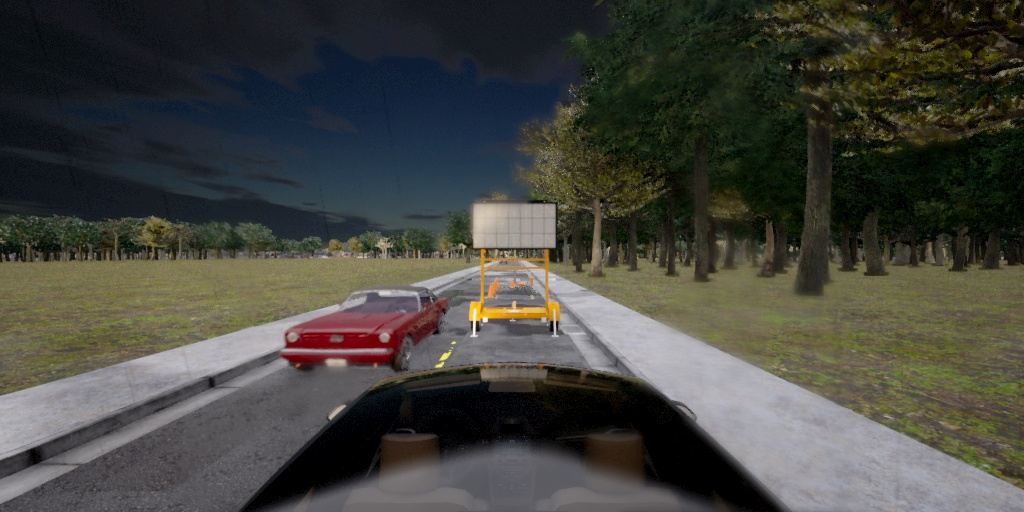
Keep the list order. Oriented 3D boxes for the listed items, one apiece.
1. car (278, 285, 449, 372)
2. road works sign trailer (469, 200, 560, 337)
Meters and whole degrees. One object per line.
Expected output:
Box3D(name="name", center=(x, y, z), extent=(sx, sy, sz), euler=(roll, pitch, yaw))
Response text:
Box3D(name="car", center=(-2.695, 1.351, 7.748), extent=(1.895, 1.301, 4.718), euler=(0, 0, 0))
Box3D(name="road works sign trailer", center=(0.074, 0.214, 10.245), extent=(2.380, 3.560, 2.880), euler=(0, 0, 0))
